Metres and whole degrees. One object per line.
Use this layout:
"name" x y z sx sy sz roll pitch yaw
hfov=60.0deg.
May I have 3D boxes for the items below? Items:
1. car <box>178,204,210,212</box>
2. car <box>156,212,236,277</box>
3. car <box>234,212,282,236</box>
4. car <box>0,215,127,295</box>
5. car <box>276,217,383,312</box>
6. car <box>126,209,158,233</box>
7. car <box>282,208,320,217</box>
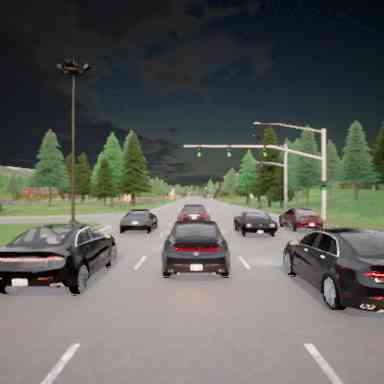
"car" 0.122 1.606 22.402 2.097 1.767 4.553 0 -1 0
"car" 0.110 1.627 10.615 1.837 1.490 4.892 0 0 0
"car" 3.619 1.826 19.768 1.895 1.301 4.718 0 -1 0
"car" -3.391 1.595 8.992 2.128 1.511 4.902 0 -1 0
"car" 3.609 1.597 7.907 1.837 1.490 4.892 0 0 0
"car" -3.379 1.811 21.658 1.994 1.385 4.181 0 -1 0
"car" 7.121 1.777 22.037 1.812 1.442 4.674 0 0 0
